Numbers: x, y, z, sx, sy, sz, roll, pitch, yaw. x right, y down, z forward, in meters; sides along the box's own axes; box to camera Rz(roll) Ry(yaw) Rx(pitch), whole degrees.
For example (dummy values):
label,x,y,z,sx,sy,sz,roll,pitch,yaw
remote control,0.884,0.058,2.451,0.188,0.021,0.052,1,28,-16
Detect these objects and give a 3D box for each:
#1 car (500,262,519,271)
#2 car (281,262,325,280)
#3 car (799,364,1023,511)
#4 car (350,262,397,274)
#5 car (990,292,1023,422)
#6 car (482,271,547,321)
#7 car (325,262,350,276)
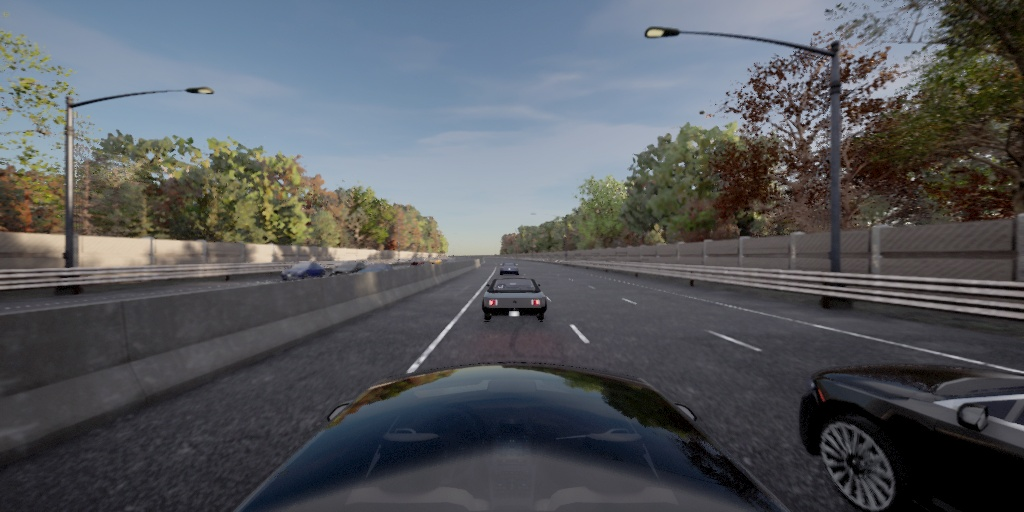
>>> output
label,x,y,z,sx,sy,sz,roll,pitch,yaw
car,-0.313,1.328,39.125,1.994,1.385,4.181,0,0,-1
car,-17.847,1.285,30.983,1.812,1.442,4.674,0,0,-1
car,3.593,1.241,1.344,2.128,1.511,4.902,0,0,0
car,-10.825,1.307,29.206,2.033,1.411,5.357,0,0,-1
car,7.093,1.226,2.110,1.882,1.535,5.008,0,0,0
car,0.059,1.355,12.421,1.895,1.301,4.718,0,0,0
car,-14.374,1.265,32.114,1.837,1.490,4.892,0,0,-1
